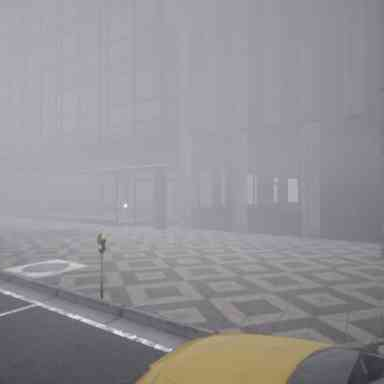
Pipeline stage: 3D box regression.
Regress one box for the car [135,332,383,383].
[{"bbox_3d":[1.630,1.525,1.920,4.829,1.417,1.752,0,0,36],"label":"car"}]
